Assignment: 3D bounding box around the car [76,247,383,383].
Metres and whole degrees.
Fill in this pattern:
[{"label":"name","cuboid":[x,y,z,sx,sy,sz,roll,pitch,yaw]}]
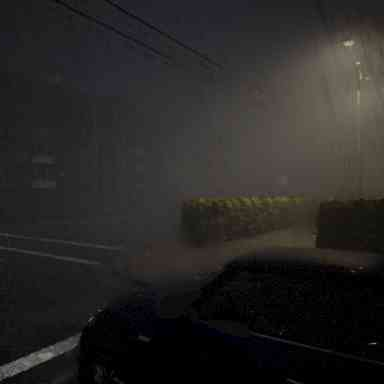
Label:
[{"label":"car","cuboid":[0.895,1.367,3.346,4.553,1.767,2.097,-1,-1,35]}]
